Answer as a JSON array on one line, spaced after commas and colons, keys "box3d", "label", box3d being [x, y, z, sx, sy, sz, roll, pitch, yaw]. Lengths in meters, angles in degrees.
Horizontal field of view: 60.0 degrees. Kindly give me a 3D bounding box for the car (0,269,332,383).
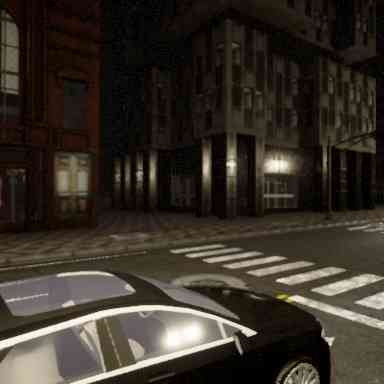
[{"box3d": [-0.741, 1.488, 2.911, 4.902, 1.511, 2.128, 0, 0, -35], "label": "car"}]
